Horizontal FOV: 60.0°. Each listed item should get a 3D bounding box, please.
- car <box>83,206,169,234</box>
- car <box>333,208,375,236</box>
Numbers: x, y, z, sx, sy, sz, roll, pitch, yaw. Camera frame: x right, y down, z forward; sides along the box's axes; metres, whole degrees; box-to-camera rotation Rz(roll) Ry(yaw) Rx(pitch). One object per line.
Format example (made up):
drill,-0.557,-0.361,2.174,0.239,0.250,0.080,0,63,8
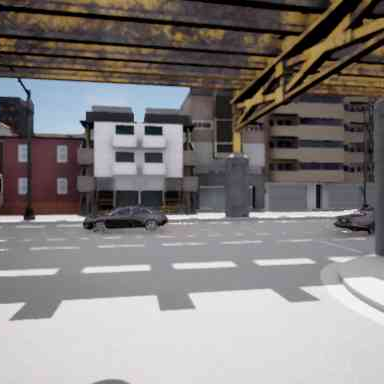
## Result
car,-3.835,1.569,19.593,4.902,1.511,2.128,0,0,-10
car,10.662,1.577,18.398,5.357,1.411,2.033,0,0,-10
